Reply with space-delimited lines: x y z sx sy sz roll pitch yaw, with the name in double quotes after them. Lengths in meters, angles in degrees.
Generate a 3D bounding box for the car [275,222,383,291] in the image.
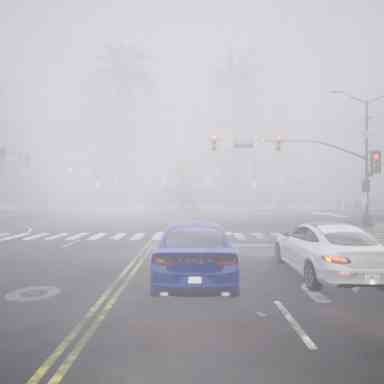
3.566 1.526 8.878 1.812 1.442 4.674 0 0 0 "car"

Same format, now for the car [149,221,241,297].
0.065 1.478 8.628 1.882 1.535 5.008 0 0 0 "car"
